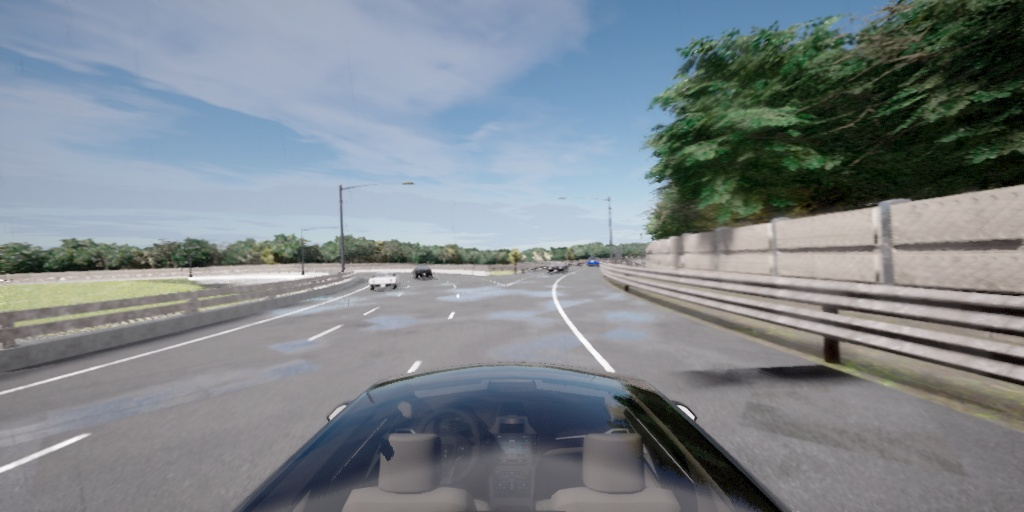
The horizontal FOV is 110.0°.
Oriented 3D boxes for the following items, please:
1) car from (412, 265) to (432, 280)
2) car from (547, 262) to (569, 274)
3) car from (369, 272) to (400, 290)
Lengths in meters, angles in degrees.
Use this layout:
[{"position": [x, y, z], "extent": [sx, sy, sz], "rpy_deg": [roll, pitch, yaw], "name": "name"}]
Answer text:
[{"position": [-10.471, 1.864, 41.618], "extent": [1.882, 1.535, 5.008], "rpy_deg": [-2, 0, -21], "name": "car"}, {"position": [5.540, 1.362, 42.470], "extent": [1.895, 1.301, 4.718], "rpy_deg": [-2, 0, 17], "name": "car"}, {"position": [-9.876, 1.888, 28.090], "extent": [1.895, 1.301, 4.718], "rpy_deg": [-2, 0, -14], "name": "car"}]
